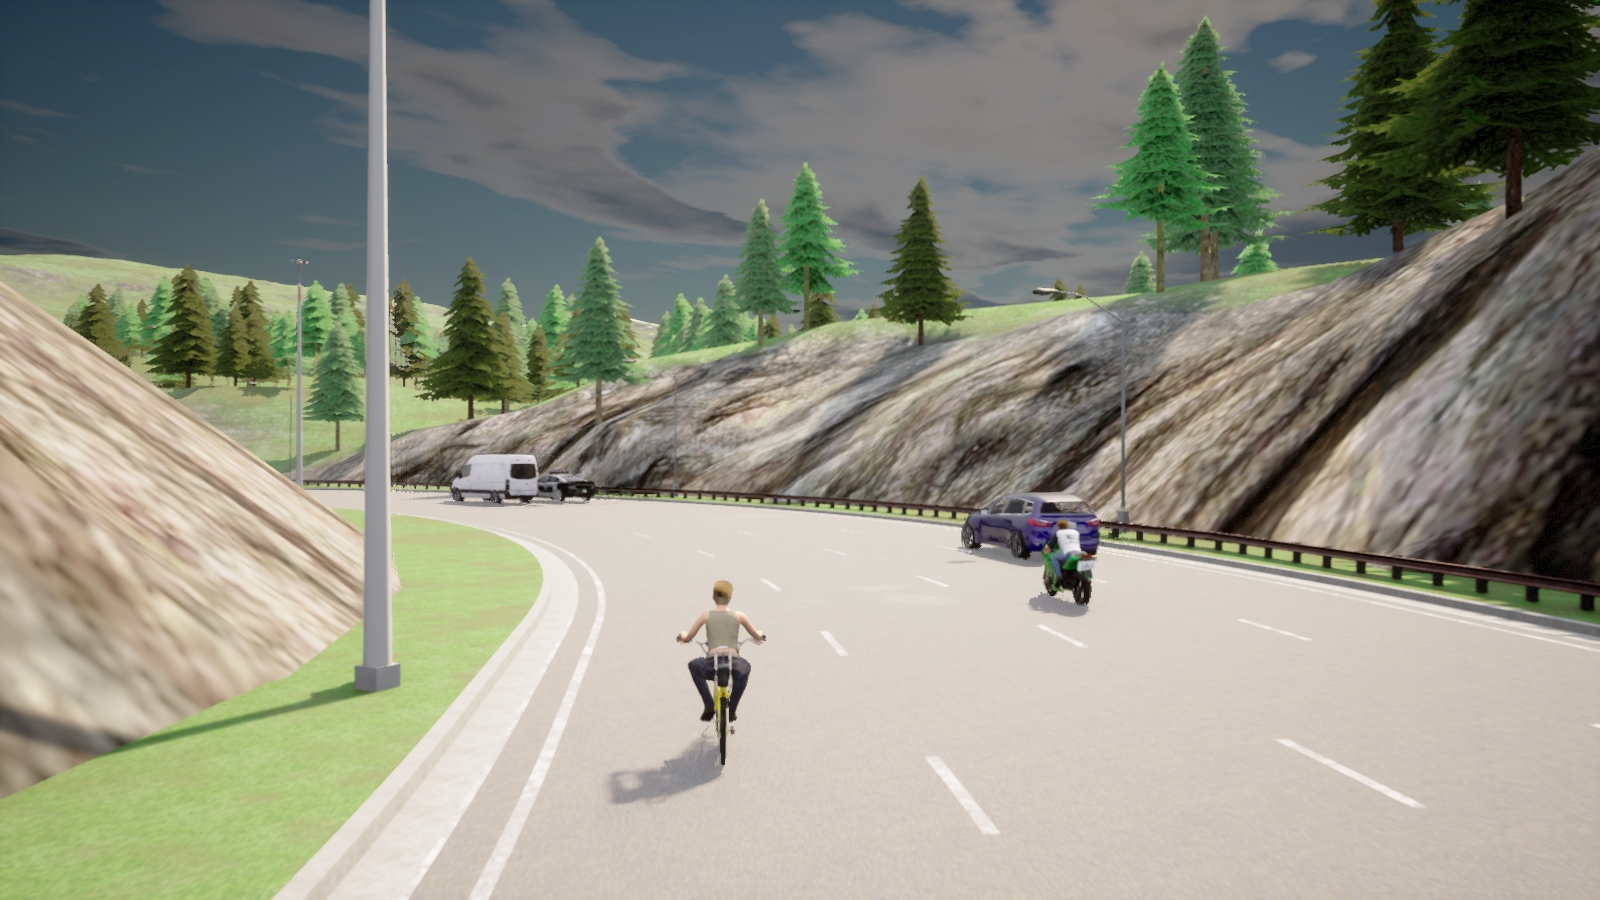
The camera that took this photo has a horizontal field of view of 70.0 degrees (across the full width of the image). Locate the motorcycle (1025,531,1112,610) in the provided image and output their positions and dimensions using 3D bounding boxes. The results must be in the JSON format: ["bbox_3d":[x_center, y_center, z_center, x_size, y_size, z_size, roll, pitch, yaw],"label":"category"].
[{"bbox_3d":[4.914,2.186,21.051,0.803,1.199,2.033,-2,0,-10],"label":"motorcycle"}]

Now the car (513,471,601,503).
[{"bbox_3d":[-13.289,1.983,62.354,5.238,1.638,2.097,0,0,44],"label":"car"}]

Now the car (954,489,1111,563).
[{"bbox_3d":[6.155,1.967,30.850,2.242,1.667,4.611,0,0,-17],"label":"car"}]

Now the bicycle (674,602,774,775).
[{"bbox_3d":[-0.725,2.158,10.617,0.859,1.276,1.487,0,0,-5],"label":"bicycle"}]

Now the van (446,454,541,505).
[{"bbox_3d":[-16.331,1.535,60.710,5.915,2.561,1.988,0,-1,43],"label":"van"}]
